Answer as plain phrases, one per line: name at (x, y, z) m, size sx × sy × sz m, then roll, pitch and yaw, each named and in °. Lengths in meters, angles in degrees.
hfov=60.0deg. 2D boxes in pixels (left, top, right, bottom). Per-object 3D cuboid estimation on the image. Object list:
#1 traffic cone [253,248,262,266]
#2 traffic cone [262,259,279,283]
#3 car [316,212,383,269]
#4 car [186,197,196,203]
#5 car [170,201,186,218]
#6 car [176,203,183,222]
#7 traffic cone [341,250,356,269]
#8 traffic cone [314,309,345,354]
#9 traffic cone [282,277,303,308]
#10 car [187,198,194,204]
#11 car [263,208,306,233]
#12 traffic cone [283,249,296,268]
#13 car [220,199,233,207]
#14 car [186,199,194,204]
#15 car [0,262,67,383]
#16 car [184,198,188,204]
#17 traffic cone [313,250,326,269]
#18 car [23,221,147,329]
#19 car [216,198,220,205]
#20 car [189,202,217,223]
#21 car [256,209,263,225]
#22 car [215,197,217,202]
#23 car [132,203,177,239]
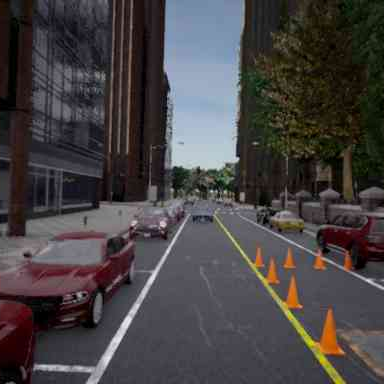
traffic cone at (2.217, 2.139, 11.024) m, size 0.340 × 0.580 × 0.340 m, roll 2°, pitch -1°, yaw 1°
traffic cone at (2.170, 2.117, 9.025) m, size 0.340 × 0.580 × 0.340 m, roll 2°, pitch -1°, yaw 1°
car at (6.302, 1.637, 12.301) m, size 2.192 × 1.841 × 5.009 m, roll 2°, pitch -1°, yaw 1°
car at (-0.719, 2.120, 77.170) m, size 2.192 × 1.841 × 5.009 m, roll 2°, pitch -1°, yaw 1°
car at (-1.845, 1.793, 28.861) m, size 1.887 × 1.381 × 4.507 m, roll 2°, pitch -1°, yaw 1°
car at (-1.971, 1.737, 23.406) m, size 2.008 × 1.369 × 4.403 m, roll 2°, pitch -1°, yaw 1°
traffic cone at (5.140, 2.213, 10.953) m, size 0.340 × 0.580 × 0.340 m, roll -4°, pitch 0°, yaw -5°
traffic cone at (2.077, 2.072, 5.026) m, size 0.340 × 0.580 × 0.340 m, roll 2°, pitch -1°, yaw 1°
traffic cone at (2.124, 2.094, 7.025) m, size 0.340 × 0.580 × 0.340 m, roll 2°, pitch -1°, yaw 1°
car at (-0.351, 2.521, 93.305) m, size 1.752 × 1.417 × 4.829 m, roll 2°, pitch -1°, yaw 1°
car at (6.552, 1.972, 23.378) m, size 1.752 × 1.417 × 4.829 m, roll 2°, pitch -1°, yaw 1°
traffic cone at (3.216, 2.170, 11.001) m, size 0.340 × 0.580 × 0.340 m, roll 2°, pitch -1°, yaw 1°
car at (7.671, 2.440, 71.532) m, size 1.967 × 1.590 × 4.097 m, roll 2°, pitch -1°, yaw 1°
car at (-0.475, 2.515, 88.038) m, size 1.802 × 1.307 × 4.206 m, roll 2°, pitch -1°, yaw 1°
car at (-2.477, 1.486, 1.585) m, size 1.887 × 1.381 × 4.507 m, roll 2°, pitch -1°, yaw 1°
car at (-1.715, 1.750, 34.318) m, size 1.967 × 1.590 × 4.097 m, roll 2°, pitch -1°, yaw 1°
traffic cone at (4.215, 2.200, 10.977) m, size 0.340 × 0.580 × 0.340 m, roll 2°, pitch -1°, yaw 1°
car at (-2.350, 1.547, 7.041) m, size 1.887 × 1.381 × 4.507 m, roll 2°, pitch -1°, yaw 1°
car at (8.045, 2.743, 87.838) m, size 2.008 × 1.369 × 4.403 m, roll 2°, pitch -1°, yaw 1°
car at (0.935, 1.889, 29.633) m, size 2.033 × 1.411 × 5.357 m, roll 2°, pitch -1°, yaw 1°
car at (6.674, 2.072, 28.663) m, size 1.947 × 1.339 × 4.313 m, roll 2°, pitch -1°, yaw 1°
car at (8.171, 2.801, 93.274) m, size 1.887 × 1.381 × 4.507 m, roll 2°, pitch -1°, yaw 1°
car at (-2.094, 1.565, 17.952) m, size 1.967 × 1.590 × 4.097 m, roll 2°, pitch -1°, yaw 1°
